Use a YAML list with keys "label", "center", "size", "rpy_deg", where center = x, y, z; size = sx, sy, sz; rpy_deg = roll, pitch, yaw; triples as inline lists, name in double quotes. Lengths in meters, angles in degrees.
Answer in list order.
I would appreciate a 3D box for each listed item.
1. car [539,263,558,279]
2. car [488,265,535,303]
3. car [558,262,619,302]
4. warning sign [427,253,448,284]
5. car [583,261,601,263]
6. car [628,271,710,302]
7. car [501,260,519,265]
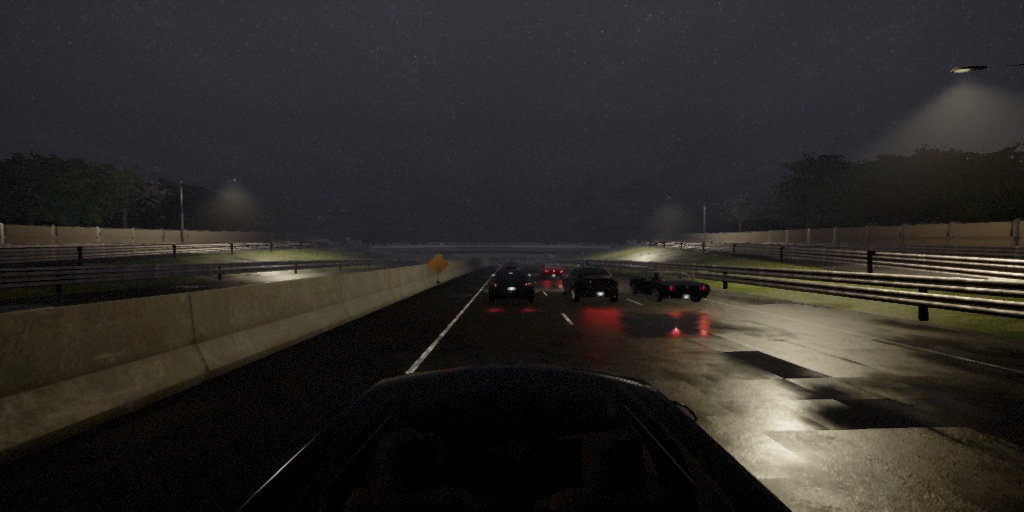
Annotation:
- label: "car"
  center: [3.410, 1.279, 31.587]
  size: [1.895, 1.301, 4.718]
  rpy_deg: [0, 0, 0]
- label: "car"
  center: [-0.022, 1.283, 16.516]
  size: [1.994, 1.385, 4.181]
  rpy_deg: [0, 0, 0]
- label: "car"
  center: [3.477, 1.227, 16.526]
  size: [1.837, 1.490, 4.892]
  rpy_deg: [0, 0, 0]
- label: "warning sign"
  center: [-4.593, 0.803, 22.296]
  size: [1.300, 1.860, 1.060]
  rpy_deg: [0, 0, 0]
- label: "car"
  center: [6.910, 1.159, 31.579]
  size: [2.128, 1.511, 4.902]
  rpy_deg: [0, 0, 0]
- label: "car"
  center: [6.977, 1.327, 16.567]
  size: [1.895, 1.301, 4.718]
  rpy_deg: [0, 0, 0]
- label: "car"
  center: [-0.090, 1.196, 31.536]
  size: [1.812, 1.442, 4.674]
  rpy_deg: [0, 0, 0]
